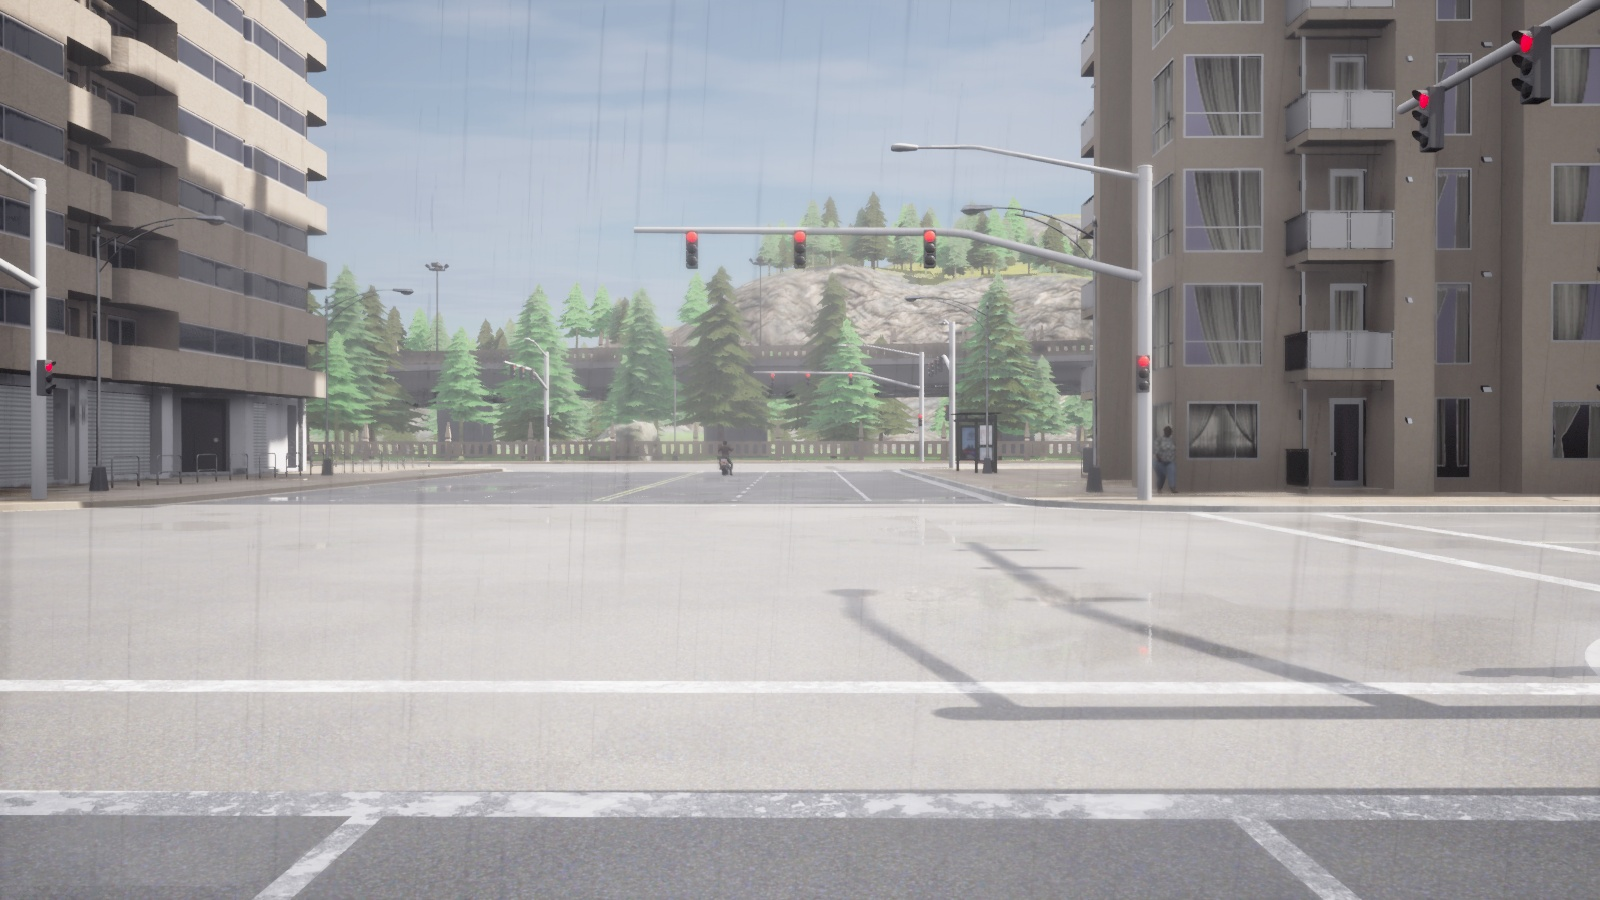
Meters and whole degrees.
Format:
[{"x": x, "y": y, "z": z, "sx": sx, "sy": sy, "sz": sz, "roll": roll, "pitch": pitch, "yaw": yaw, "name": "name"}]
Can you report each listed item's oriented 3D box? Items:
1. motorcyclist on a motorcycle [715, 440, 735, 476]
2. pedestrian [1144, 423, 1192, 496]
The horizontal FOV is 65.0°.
[{"x": -3.437, "y": 0.367, "z": 57.900, "sx": 0.766, "sy": 1.649, "sz": 2.350, "roll": 0, "pitch": 0, "yaw": 0, "name": "motorcyclist on a motorcycle"}, {"x": 9.478, "y": 0.230, "z": 32.373, "sx": 0.874, "sy": 1.855, "sz": 0.900, "roll": 0, "pitch": 0, "yaw": -11, "name": "pedestrian"}]
